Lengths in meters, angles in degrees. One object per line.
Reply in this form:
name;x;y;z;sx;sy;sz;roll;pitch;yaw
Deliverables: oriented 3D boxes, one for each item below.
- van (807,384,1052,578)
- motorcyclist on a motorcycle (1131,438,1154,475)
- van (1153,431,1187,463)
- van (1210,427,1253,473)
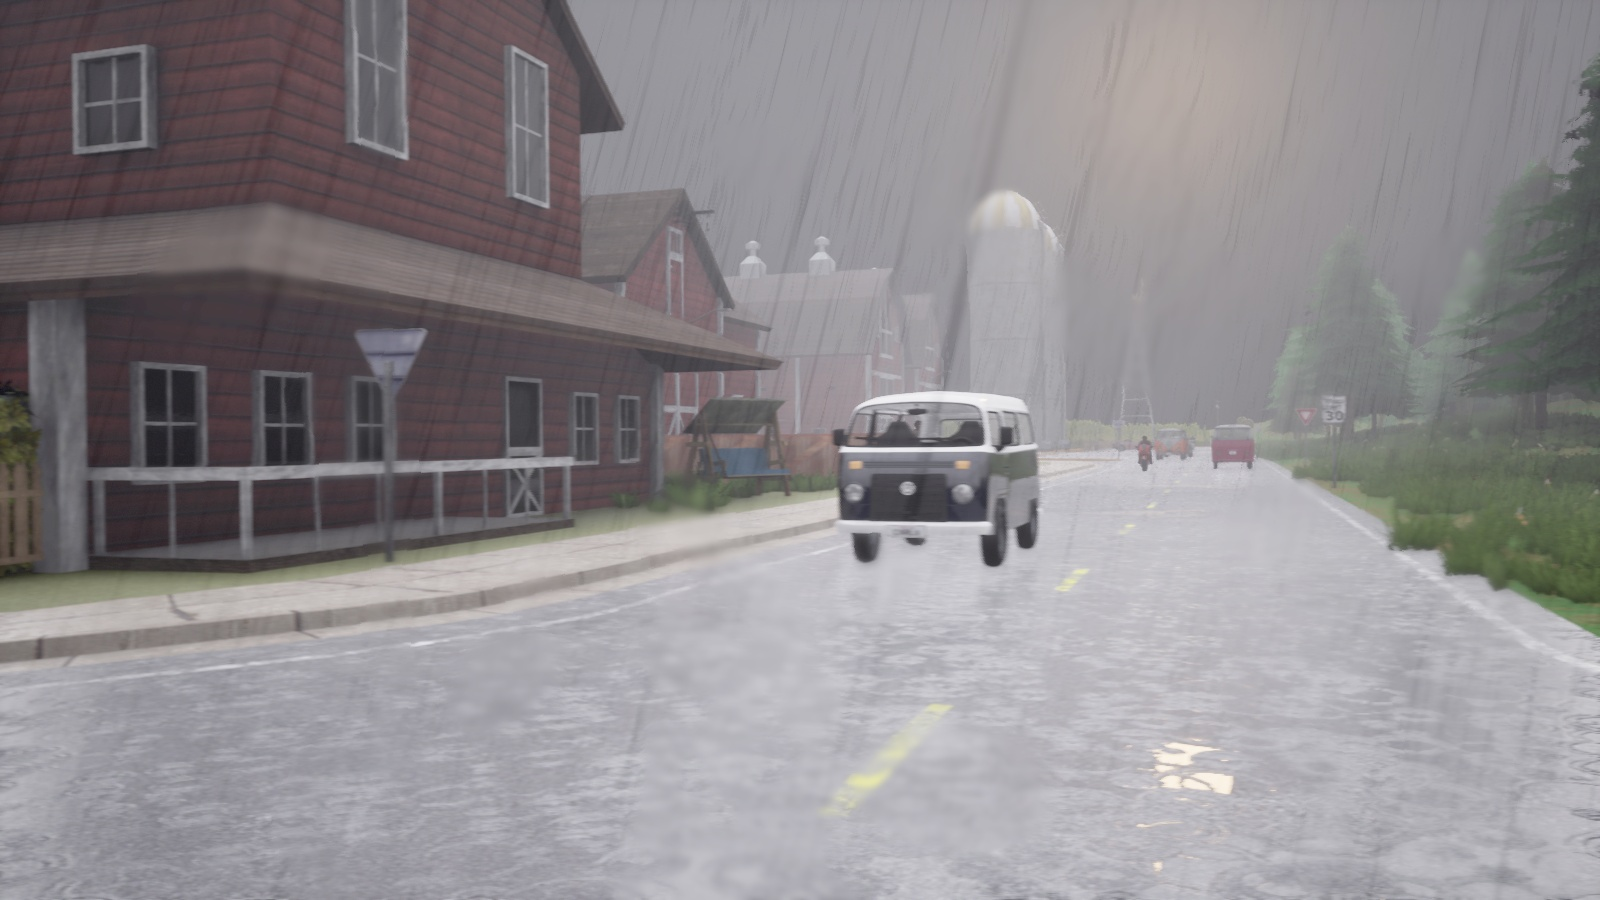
van;1.781;0.306;15.592;2.069;2.038;4.480;0;0;19
motorcyclist on a motorcycle;14.362;0.260;52.589;0.797;1.523;2.044;0;0;19
van;23.501;-0.191;79.681;1.775;1.987;4.442;0;0;21
van;19.506;-0.008;56.841;1.775;1.987;4.442;0;0;19
